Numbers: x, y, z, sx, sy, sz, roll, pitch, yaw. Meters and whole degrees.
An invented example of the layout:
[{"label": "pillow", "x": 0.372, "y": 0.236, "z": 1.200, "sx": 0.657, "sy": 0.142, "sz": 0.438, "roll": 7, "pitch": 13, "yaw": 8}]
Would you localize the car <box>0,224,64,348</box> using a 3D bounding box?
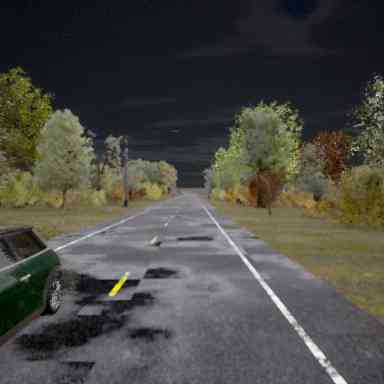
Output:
[{"label": "car", "x": -3.500, "y": 1.347, "z": 4.477, "sx": 2.097, "sy": 1.767, "sz": 4.553, "roll": 0, "pitch": 0, "yaw": 0}]
